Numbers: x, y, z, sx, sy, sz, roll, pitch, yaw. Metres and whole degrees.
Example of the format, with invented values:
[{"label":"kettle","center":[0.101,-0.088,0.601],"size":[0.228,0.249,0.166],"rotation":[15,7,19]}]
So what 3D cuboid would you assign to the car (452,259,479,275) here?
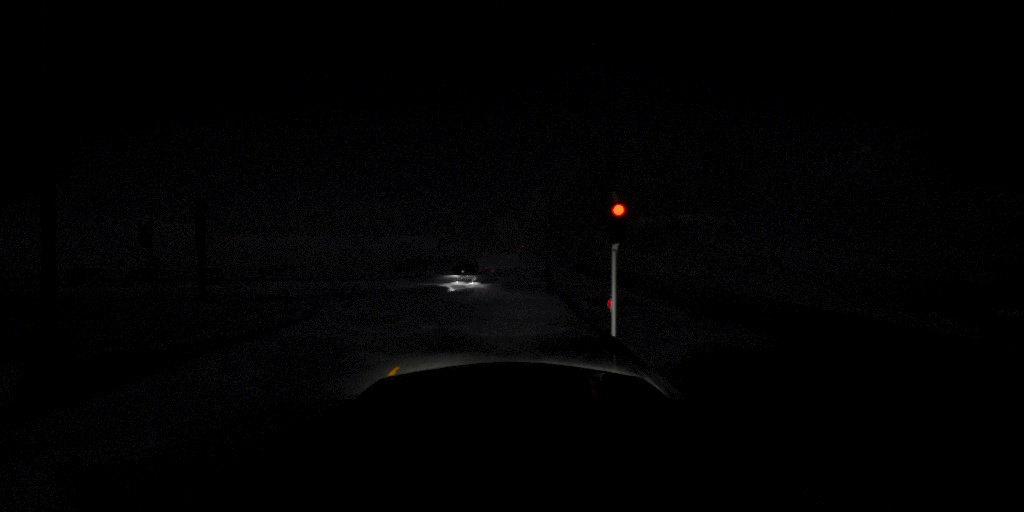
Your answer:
[{"label":"car","center":[-3.993,0.911,31.337],"size":[1.895,1.301,4.718],"rotation":[0,1,0]}]
